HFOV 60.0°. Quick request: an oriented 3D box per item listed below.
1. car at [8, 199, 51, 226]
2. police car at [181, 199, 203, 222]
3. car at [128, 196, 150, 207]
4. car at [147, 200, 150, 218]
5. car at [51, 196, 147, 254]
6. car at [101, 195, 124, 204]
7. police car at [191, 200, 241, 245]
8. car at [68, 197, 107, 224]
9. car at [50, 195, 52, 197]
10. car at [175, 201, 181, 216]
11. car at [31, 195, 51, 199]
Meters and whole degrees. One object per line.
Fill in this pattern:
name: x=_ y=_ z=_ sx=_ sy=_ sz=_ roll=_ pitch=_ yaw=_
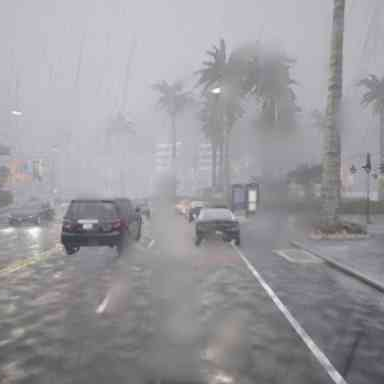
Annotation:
car: x=-11.099 y=1.480 z=23.344 sx=1.837 sy=1.490 sz=4.892 roll=0 pitch=0 yaw=-6
police car: x=0.508 y=1.397 z=26.182 sx=1.930 sy=1.638 sz=5.238 roll=0 pitch=0 yaw=-7
car: x=-8.479 y=1.448 z=52.804 sx=1.837 sy=1.490 sz=4.892 roll=0 pitch=0 yaw=-29
car: x=-4.787 y=1.459 z=29.920 sx=2.128 sy=1.511 sz=4.902 roll=0 pitch=0 yaw=-10
car: x=-3.410 y=1.207 z=13.525 sx=2.150 sy=2.045 sz=5.566 roll=0 pitch=0 yaw=0
car: x=-14.979 y=1.424 z=62.525 sx=2.128 sy=1.511 sz=4.902 roll=0 pitch=0 yaw=-40
police car: x=1.052 y=1.408 z=15.466 sx=1.930 sy=1.638 sz=5.238 roll=0 pitch=0 yaw=0
car: x=-7.828 y=1.325 z=25.364 sx=2.097 sy=1.767 sz=4.553 roll=0 pitch=0 yaw=-8
car: x=-24.241 y=1.494 z=62.384 sx=1.994 sy=1.385 sz=4.181 roll=0 pitch=0 yaw=-45
car: x=-0.550 y=1.420 z=32.704 sx=1.801 sy=1.575 sz=5.366 roll=0 pitch=0 yaw=-12
car: x=-28.174 y=1.456 z=61.320 sx=4.892 sy=1.490 sz=1.837 roll=0 pitch=-1 yaw=41
